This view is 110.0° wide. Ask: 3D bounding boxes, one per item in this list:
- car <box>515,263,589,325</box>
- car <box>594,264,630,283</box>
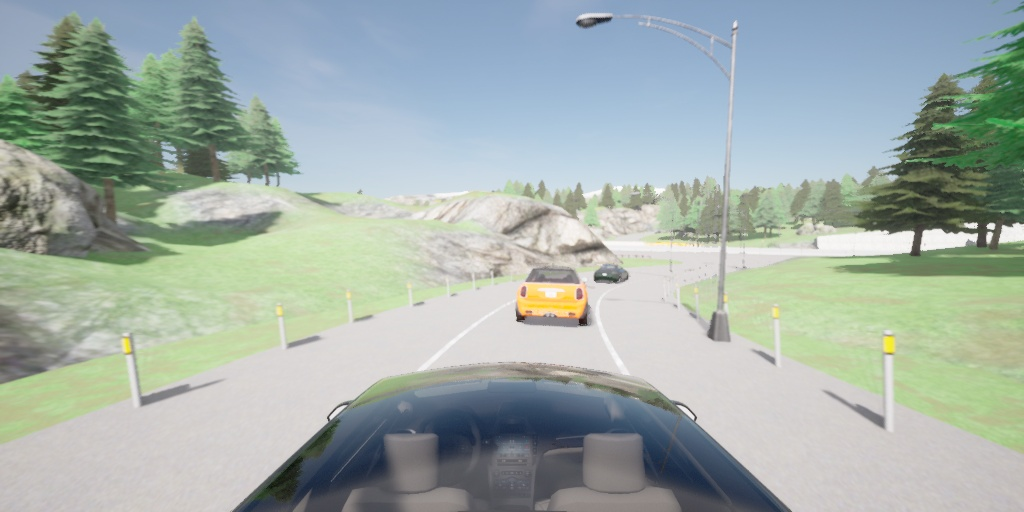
[{"bbox_3d":[1.474,1.088,12.110,2.097,1.767,4.553,1,0,10],"label":"car"},{"bbox_3d":[8.073,1.353,28.854,1.994,1.385,4.181,3,2,31],"label":"car"}]
